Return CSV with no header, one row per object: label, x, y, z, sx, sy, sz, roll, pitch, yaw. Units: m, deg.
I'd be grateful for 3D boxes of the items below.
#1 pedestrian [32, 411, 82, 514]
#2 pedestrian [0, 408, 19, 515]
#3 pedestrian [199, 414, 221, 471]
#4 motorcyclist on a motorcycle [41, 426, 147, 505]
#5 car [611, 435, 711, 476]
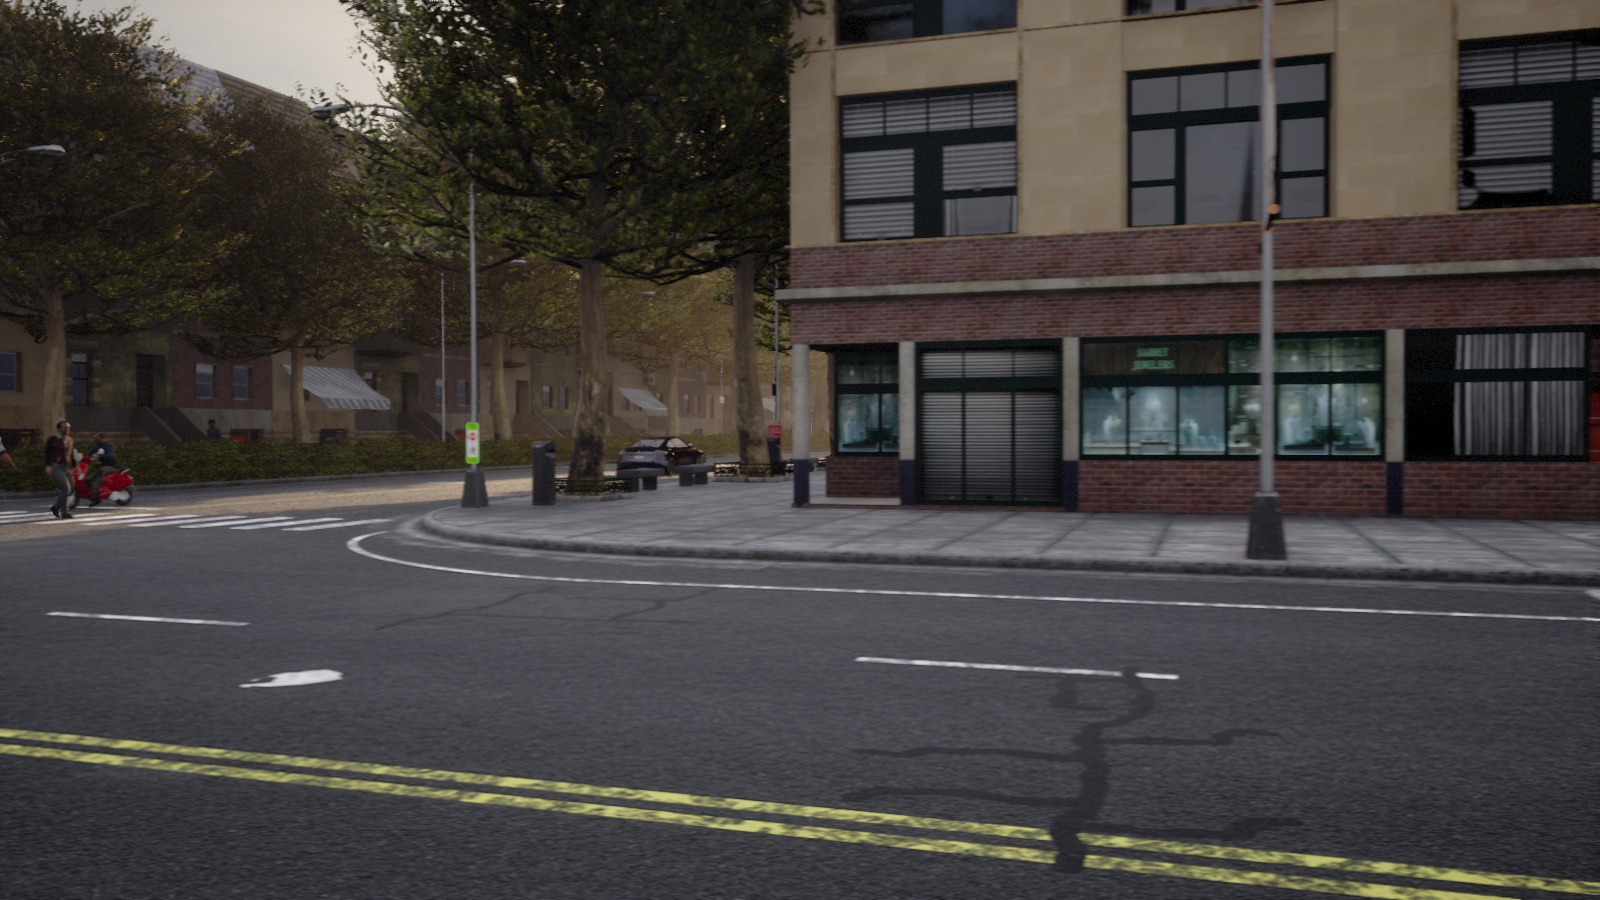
pedestrian,-13.465,0.218,22.769,0.720,1.854,0.376,0,1,15
pedestrian,-15.051,0.205,23.176,0.873,1.952,0.659,0,1,16
pedestrian,-19.257,-0.246,40.991,0.353,1.847,0.614,0,1,13
motorcyclist on a motorcycle,-14.777,0.302,26.337,0.866,1.590,1.817,1,1,19
car,-4.923,0.152,44.947,1.994,1.385,4.181,1,1,18
